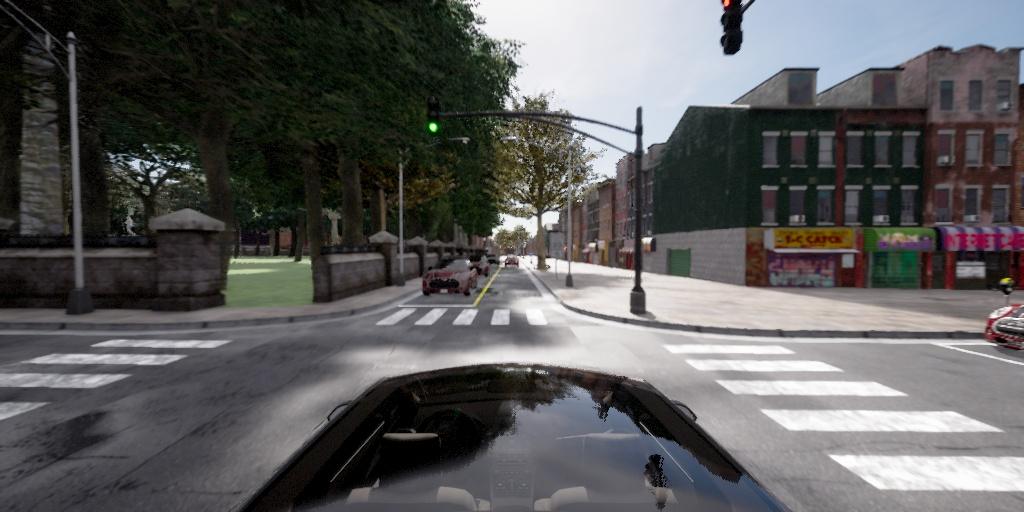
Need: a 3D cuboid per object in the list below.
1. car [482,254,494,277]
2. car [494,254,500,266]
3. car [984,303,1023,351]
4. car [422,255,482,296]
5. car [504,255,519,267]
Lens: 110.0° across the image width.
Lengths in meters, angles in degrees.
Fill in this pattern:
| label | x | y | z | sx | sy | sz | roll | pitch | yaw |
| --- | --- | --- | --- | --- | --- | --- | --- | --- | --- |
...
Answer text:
| label | x | y | z | sx | sy | sz | roll | pitch | yaw |
| --- | --- | --- | --- | --- | --- | --- | --- | --- | --- |
| car | -2.863 | 0.717 | 28.932 | 2.097 | 1.767 | 4.553 | 0 | 1 | 0 |
| car | -2.801 | 0.451 | 51.746 | 2.097 | 1.767 | 4.553 | 0 | 1 | 0 |
| car | 11.823 | 1.206 | 6.769 | 4.097 | 1.591 | 1.967 | 0 | 0 | 0 |
| car | -2.856 | 0.864 | 17.315 | 2.097 | 1.767 | 4.553 | 0 | 1 | 0 |
| car | -0.029 | 0.743 | 47.804 | 1.895 | 1.301 | 4.718 | 0 | 1 | 0 |
